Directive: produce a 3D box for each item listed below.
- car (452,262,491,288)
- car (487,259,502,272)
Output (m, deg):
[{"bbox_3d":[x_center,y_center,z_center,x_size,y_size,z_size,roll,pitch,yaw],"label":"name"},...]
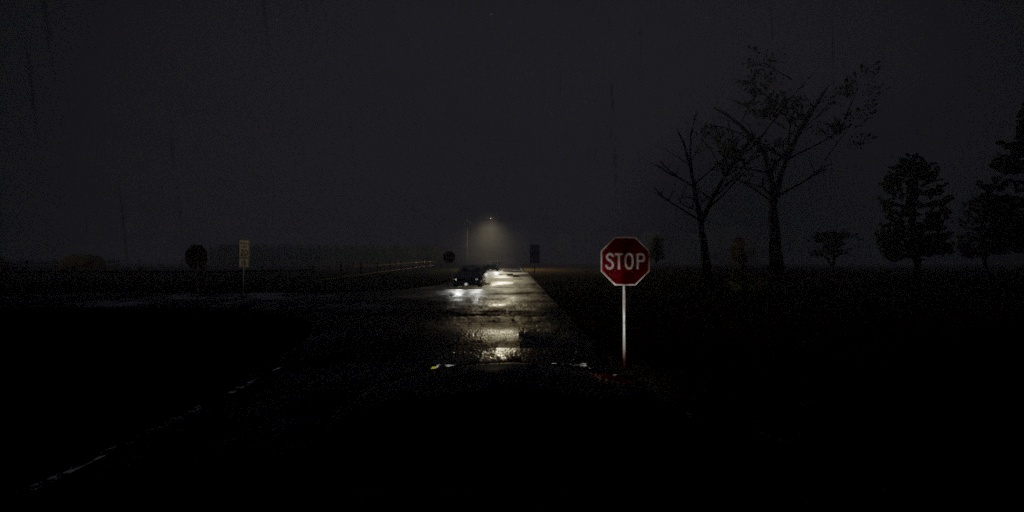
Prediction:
[{"bbox_3d":[-2.750,1.305,24.134,2.033,1.411,5.357,0,0,0],"label":"car"},{"bbox_3d":[-2.747,1.351,47.394,1.895,1.301,4.718,0,0,0],"label":"car"}]
